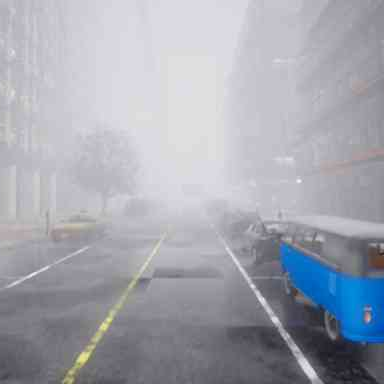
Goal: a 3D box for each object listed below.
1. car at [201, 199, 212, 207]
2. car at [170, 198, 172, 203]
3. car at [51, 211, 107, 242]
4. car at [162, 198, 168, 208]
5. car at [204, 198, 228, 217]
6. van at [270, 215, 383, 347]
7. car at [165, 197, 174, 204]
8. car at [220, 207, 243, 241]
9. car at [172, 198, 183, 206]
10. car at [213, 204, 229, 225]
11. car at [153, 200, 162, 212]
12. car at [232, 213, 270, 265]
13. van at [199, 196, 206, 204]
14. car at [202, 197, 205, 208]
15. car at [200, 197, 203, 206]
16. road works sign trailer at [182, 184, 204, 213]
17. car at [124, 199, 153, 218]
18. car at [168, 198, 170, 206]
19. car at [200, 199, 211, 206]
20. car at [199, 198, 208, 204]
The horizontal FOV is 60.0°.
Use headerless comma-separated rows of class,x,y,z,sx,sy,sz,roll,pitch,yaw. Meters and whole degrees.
car,2.698,2.108,62.768,1.947,1.339,4.313,1,0,0
car,-5.683,2.152,68.458,1.947,1.339,4.313,1,0,0
car,-5.748,1.685,17.380,1.752,1.417,4.829,1,-1,0
car,-5.683,2.079,57.145,1.802,1.307,4.206,1,0,0
car,2.701,1.623,34.488,2.192,1.841,5.009,1,0,0
van,2.831,1.400,6.204,1.690,1.788,3.998,1,-1,0
car,-5.681,2.157,85.431,1.967,1.590,4.097,1,0,0
car,2.766,1.728,17.518,1.947,1.339,4.313,1,0,0
car,-3.002,2.199,71.000,1.895,1.301,4.718,0,0,0
car,2.722,1.756,23.174,1.887,1.381,4.507,1,0,0
car,-5.682,1.949,45.832,1.887,1.381,4.507,1,0,0
car,2.810,1.662,11.862,2.008,1.369,4.403,1,-1,0
van,2.700,2.058,85.396,1.690,1.788,3.998,1,0,0
car,2.701,1.671,40.144,2.192,1.841,5.009,1,0,0
car,2.699,2.024,57.282,1.752,1.417,4.829,1,0,0
road works sign trailer,-0.001,0.834,41.715,2.380,3.560,2.880,0,0,0
car,-5.679,1.623,34.520,2.192,1.841,5.009,1,0,0
car,-5.682,2.087,62.801,1.887,1.381,4.507,1,0,0
car,2.698,2.137,68.425,2.008,1.369,4.403,1,0,0
car,2.697,2.240,79.738,1.947,1.339,4.313,1,0,0
